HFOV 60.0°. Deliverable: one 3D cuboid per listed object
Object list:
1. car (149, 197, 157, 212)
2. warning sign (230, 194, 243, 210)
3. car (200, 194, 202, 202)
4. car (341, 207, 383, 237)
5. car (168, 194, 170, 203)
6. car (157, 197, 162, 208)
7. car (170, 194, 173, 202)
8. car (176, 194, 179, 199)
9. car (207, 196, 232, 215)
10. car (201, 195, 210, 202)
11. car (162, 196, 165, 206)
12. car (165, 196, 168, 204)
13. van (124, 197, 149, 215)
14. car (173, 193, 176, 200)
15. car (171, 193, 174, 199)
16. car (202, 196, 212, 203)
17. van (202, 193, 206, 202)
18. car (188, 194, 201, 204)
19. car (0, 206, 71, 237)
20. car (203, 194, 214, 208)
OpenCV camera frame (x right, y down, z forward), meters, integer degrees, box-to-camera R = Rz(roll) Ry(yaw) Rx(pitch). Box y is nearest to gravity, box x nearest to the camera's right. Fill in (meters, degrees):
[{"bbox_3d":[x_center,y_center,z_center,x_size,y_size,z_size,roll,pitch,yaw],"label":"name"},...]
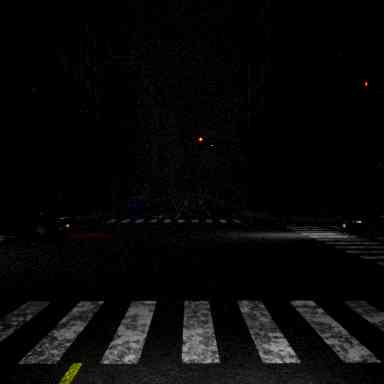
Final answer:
[{"bbox_3d":[-5.662,1.443,39.090,1.967,1.590,4.097,0,0,0],"label":"car"},{"bbox_3d":[5.266,1.118,39.362,1.300,1.860,1.060,0,0,0],"label":"warning sign"},{"bbox_3d":[2.980,1.527,61.896,1.752,1.417,4.829,0,0,0],"label":"car"},{"bbox_3d":[10.441,1.504,17.438,4.902,1.511,2.128,0,0,0],"label":"car"},{"bbox_3d":[-5.547,1.527,61.593,1.752,1.417,4.829,0,0,0],"label":"car"},{"bbox_3d":[-5.633,1.569,44.758,1.947,1.339,4.313,0,0,0],"label":"car"},{"bbox_3d":[-5.517,1.566,67.431,1.947,1.339,4.313,0,0,0],"label":"car"},{"bbox_3d":[-5.401,1.307,90.104,2.192,1.841,5.009,0,0,0],"label":"car"},{"bbox_3d":[2.834,1.442,33.380,1.967,1.590,4.097,0,0,0],"label":"car"},{"bbox_3d":[3.067,1.436,78.734,1.967,1.590,4.097,0,0,0],"label":"car"},{"bbox_3d":[-5.604,1.585,50.427,1.802,1.307,4.206,0,0,0],"label":"car"},{"bbox_3d":[-5.575,1.568,56.095,1.947,1.339,4.313,0,0,0],"label":"car"},{"bbox_3d":[-5.692,1.343,33.422,1.690,1.788,3.998,0,0,0],"label":"van"},{"bbox_3d":[-5.460,1.522,78.598,1.752,1.417,4.829,0,0,0],"label":"car"},{"bbox_3d":[-5.488,1.543,73.099,1.887,1.381,4.507,0,0,0],"label":"car"},{"bbox_3d":[3.009,1.551,67.395,2.008,1.369,4.403,0,0,0],"label":"car"},{"bbox_3d":[2.950,1.344,56.057,1.690,1.788,3.998,0,0,0],"label":"van"},{"bbox_3d":[0.324,1.565,63.753,1.994,1.385,4.181,0,0,0],"label":"car"},{"bbox_3d":[-8.891,1.495,17.352,4.892,1.490,1.837,0,0,0],"label":"car"},{"bbox_3d":[2.892,1.443,44.718,1.967,1.590,4.097,0,0,0],"label":"car"}]
